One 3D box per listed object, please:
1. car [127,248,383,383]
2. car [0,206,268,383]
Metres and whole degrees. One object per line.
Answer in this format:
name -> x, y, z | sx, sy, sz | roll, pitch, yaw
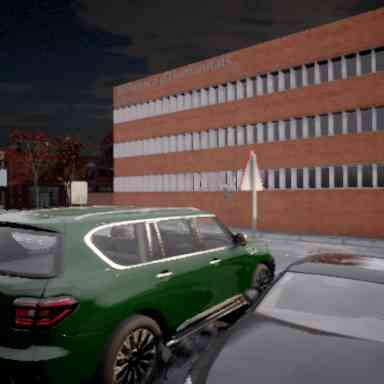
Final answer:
car -> 1.718, 1.523, 3.773 | 2.002, 1.452, 4.674 | 0, 0, 36
car -> -0.566, 1.242, 5.438 | 2.435, 2.045, 5.566 | 0, 0, 36
